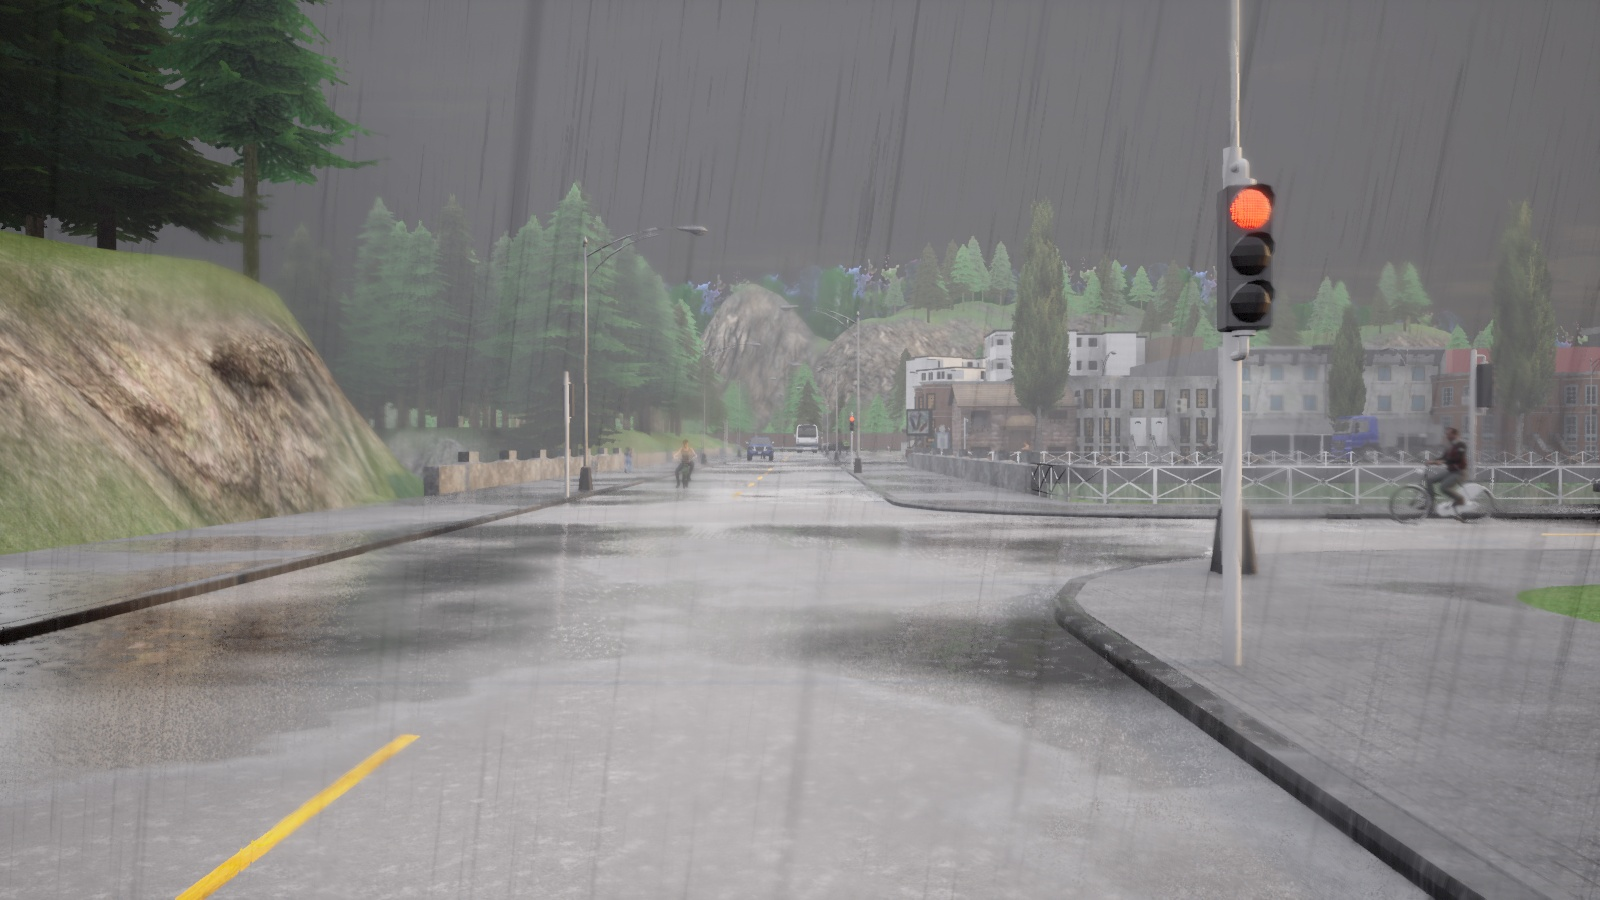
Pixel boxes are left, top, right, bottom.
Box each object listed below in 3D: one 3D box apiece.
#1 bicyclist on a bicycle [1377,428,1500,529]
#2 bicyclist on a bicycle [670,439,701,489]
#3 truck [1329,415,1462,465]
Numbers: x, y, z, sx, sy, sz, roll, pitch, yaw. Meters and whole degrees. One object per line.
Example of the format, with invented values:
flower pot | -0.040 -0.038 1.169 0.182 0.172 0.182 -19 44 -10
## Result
bicyclist on a bicycle | 11.359 0.500 22.384 1.843 1.776 0.659 0 0 0
bicyclist on a bicycle | -3.753 0.448 41.180 0.866 1.612 1.509 0 0 0
truck | 41.564 -0.698 87.869 7.936 3.462 2.891 0 0 0
